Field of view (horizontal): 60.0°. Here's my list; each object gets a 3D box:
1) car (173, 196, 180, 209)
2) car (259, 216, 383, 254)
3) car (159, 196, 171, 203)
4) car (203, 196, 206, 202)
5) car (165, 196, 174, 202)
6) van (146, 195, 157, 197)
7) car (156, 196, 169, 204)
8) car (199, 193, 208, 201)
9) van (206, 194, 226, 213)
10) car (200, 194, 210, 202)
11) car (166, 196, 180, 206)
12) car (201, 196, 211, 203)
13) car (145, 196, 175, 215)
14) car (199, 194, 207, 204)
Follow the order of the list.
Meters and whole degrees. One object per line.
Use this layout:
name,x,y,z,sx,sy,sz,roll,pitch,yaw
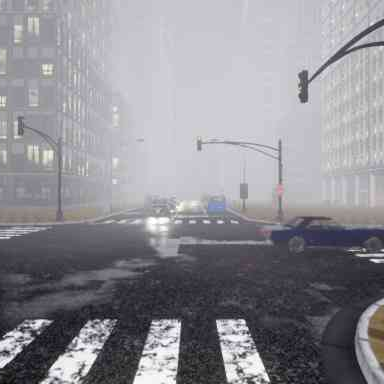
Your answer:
car,-3.110,1.547,43.836,2.033,1.411,5.357,0,0,0
car,5.213,1.641,13.208,4.718,1.301,1.895,1,0,-1
car,-5.554,1.548,69.201,2.008,1.369,4.403,0,0,0
car,2.693,1.544,41.462,1.887,1.381,4.507,0,0,0
car,-5.491,1.578,80.281,1.802,1.307,4.206,0,0,0
van,-5.679,1.340,47.045,1.690,1.788,3.998,0,0,0
car,-5.585,1.564,63.663,1.947,1.339,4.313,0,0,0
car,2.922,1.309,85.773,2.192,1.841,5.009,0,0,0
van,2.752,1.340,35.923,1.690,1.788,3.998,0,0,0
car,2.859,1.311,74.695,2.192,1.841,5.009,0,0,0
car,-3.036,1.477,54.268,1.882,1.535,5.008,0,0,0
car,2.826,1.542,69.155,1.887,1.381,4.507,0,0,0
car,-3.176,1.491,33.311,2.128,1.511,4.902,0,0,-1
car,2.796,1.313,63.616,2.192,1.841,5.009,0,0,0
